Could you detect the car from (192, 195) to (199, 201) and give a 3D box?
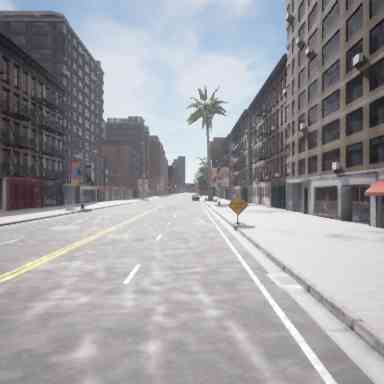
[{"bbox_3d":[0.974,1.609,95.799,1.801,1.575,5.366,0,0,0],"label":"car"}]

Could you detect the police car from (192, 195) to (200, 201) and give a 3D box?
[{"bbox_3d":[0.975,1.552,85.720,1.930,1.638,5.238,0,0,0],"label":"police car"}]

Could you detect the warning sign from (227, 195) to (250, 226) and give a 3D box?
[{"bbox_3d":[2.850,1.103,20.609,1.300,1.860,1.060,0,0,0],"label":"warning sign"}]
